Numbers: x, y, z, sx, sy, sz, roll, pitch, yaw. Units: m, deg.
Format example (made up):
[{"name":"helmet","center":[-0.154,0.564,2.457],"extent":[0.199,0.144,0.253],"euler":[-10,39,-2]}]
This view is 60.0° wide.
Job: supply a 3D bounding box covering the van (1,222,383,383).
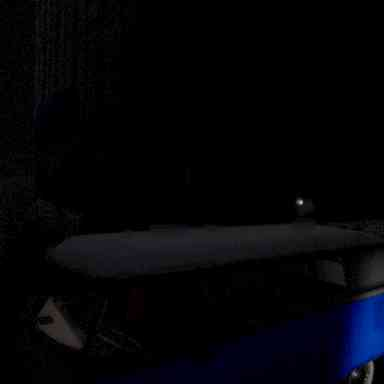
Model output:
[{"name":"van","center":[0.383,1.260,3.324],"extent":[3.998,1.788,1.690],"euler":[1,2,-34]}]
